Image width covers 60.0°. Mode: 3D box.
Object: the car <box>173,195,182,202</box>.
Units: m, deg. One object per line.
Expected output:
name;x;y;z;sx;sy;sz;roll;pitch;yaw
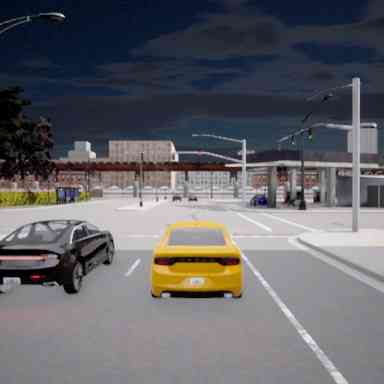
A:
car;-3.282;1.352;73.494;1.837;1.490;4.892;0;0;0

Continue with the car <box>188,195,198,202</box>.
car;0.218;1.411;73.484;1.994;1.385;4.181;0;0;0

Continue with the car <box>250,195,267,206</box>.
car;9.856;1.230;48.780;2.242;1.667;4.611;0;0;1

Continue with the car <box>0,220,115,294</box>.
car;-3.392;1.470;8.735;2.128;1.511;4.902;0;0;0

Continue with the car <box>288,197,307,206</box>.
car;15.603;1.402;49.526;1.970;1.475;3.806;0;0;1

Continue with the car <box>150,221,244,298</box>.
car;0.107;1.464;8.515;1.882;1.535;5.008;0;0;0
